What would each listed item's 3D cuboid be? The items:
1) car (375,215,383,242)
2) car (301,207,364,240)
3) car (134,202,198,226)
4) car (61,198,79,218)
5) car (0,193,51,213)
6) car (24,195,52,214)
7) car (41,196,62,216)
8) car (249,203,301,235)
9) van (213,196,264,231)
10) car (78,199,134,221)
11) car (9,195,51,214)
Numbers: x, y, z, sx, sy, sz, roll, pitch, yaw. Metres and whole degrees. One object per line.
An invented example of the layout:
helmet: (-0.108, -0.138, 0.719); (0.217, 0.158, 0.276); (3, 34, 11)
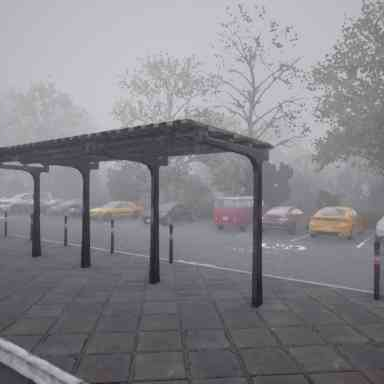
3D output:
car: (9.867, 1.556, 15.681); (2.002, 1.452, 4.674); (0, 0, 35)
car: (7.602, 1.502, 17.285); (2.097, 1.535, 5.008); (0, 0, 35)
car: (-1.466, 1.475, 23.690); (2.163, 1.488, 4.792); (0, 0, 35)
car: (-8.223, 1.433, 28.557); (2.163, 1.488, 4.792); (0, 0, 35)
car: (-17.310, 1.097, 34.934); (2.435, 2.045, 5.566); (0, 0, 35)
car: (-12.764, 1.376, 31.750); (2.097, 1.535, 5.008); (0, 0, 35)
car: (-10.499, 1.391, 30.144); (2.231, 1.521, 4.892); (0, 0, 35)
car: (5.338, 1.528, 18.894); (2.002, 1.452, 4.674); (0, 0, 35)
van: (3.146, 1.247, 20.596); (1.878, 1.987, 4.442); (0, 0, 35)
car: (-6.084, 1.415, 26.776); (1.946, 1.575, 5.366); (0, 0, 35)
car: (-15.028, 1.362, 33.356); (2.097, 1.535, 5.008); (0, 0, 35)
